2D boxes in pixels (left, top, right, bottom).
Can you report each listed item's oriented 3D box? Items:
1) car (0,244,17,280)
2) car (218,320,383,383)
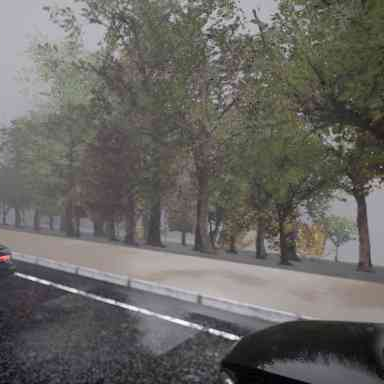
[{"bbox_3d":[-6.515,1.513,8.395,5.357,1.411,2.033,0,0,36],"label":"car"},{"bbox_3d":[2.328,1.529,2.015,4.674,1.442,1.812,0,0,36],"label":"car"}]
